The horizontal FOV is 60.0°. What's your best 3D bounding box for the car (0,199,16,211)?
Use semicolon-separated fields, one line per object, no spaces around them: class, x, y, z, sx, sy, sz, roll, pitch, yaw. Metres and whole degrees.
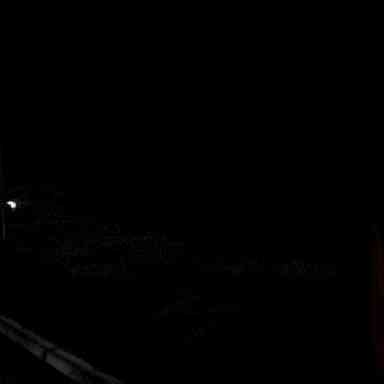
car;-23.392;1.602;39.800;1.801;1.575;5.366;-4;1;-8

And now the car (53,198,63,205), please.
car;-25.539;1.861;65.931;1.994;1.385;4.181;-5;-1;18

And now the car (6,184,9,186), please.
car;-47.024;-1.760;78.785;2.231;1.521;4.892;-6;-3;33

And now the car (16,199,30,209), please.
car;-23.850;1.649;45.322;1.812;1.442;4.674;-4;0;-2

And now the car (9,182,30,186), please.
car;-44.052;-1.698;83.470;2.002;1.452;4.674;-6;-4;32

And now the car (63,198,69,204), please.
car;-22.225;1.360;64.902;2.097;1.767;4.553;-5;-1;18
